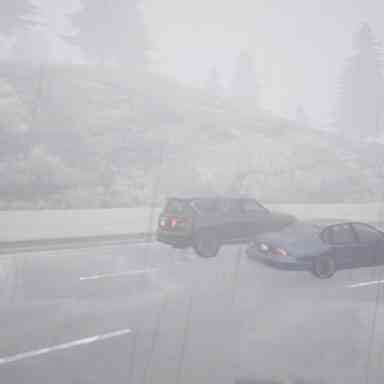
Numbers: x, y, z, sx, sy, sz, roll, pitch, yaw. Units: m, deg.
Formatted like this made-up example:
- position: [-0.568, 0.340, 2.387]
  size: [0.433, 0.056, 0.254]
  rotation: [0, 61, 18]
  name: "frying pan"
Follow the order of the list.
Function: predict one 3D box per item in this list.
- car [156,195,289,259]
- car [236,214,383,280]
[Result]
- position: [1.446, 1.128, 12.325]
  size: [5.566, 2.045, 2.150]
  rotation: [0, 0, -25]
  name: "car"
- position: [4.201, 1.485, 9.593]
  size: [5.357, 1.411, 2.033]
  rotation: [0, 0, -23]
  name: "car"
